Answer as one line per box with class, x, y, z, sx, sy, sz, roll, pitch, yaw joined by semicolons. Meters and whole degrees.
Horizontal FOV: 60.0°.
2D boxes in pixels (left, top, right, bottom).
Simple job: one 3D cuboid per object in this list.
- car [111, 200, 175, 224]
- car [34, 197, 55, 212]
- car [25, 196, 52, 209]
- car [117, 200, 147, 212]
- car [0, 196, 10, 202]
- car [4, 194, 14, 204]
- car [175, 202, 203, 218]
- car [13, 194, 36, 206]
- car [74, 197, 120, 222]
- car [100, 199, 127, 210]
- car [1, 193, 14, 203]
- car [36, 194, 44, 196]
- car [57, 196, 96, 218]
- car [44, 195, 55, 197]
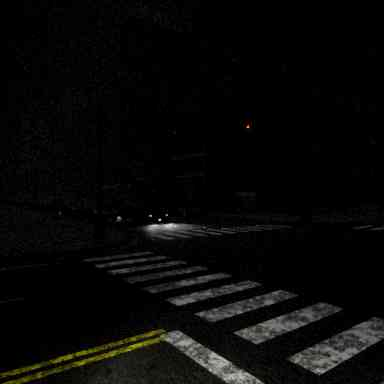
car;-3.834;1.542;25.171;2.033;1.411;5.357;0;0;-37
car;-16.865;1.564;39.118;1.802;1.307;4.206;0;0;-35
car;-20.063;1.534;43.606;2.008;1.369;4.403;0;0;-35
car;-7.132;1.596;39.288;1.802;1.307;4.206;0;0;-35
car;-42.449;1.599;75.023;1.802;1.307;4.206;0;0;-35
car;-32.855;1.552;61.558;2.008;1.369;4.403;0;0;-35
car;-0.736;1.583;30.311;1.947;1.339;4.313;0;0;-35
car;-26.459;1.431;52.582;1.967;1.590;4.097;0;0;-35
car;-7.272;1.424;25.655;1.967;1.590;4.097;0;0;-35
car;-10.330;1.581;43.775;1.947;1.339;4.313;0;0;-35
car;-39.250;1.556;70.535;1.887;1.381;4.507;0;0;-35
car;-35.913;1.490;79.681;1.967;1.590;4.097;0;0;-35
car;-10.469;1.422;30.143;1.967;1.590;4.097;0;0;-35
car;-29.517;1.480;70.704;1.967;1.590;4.097;0;0;-35
